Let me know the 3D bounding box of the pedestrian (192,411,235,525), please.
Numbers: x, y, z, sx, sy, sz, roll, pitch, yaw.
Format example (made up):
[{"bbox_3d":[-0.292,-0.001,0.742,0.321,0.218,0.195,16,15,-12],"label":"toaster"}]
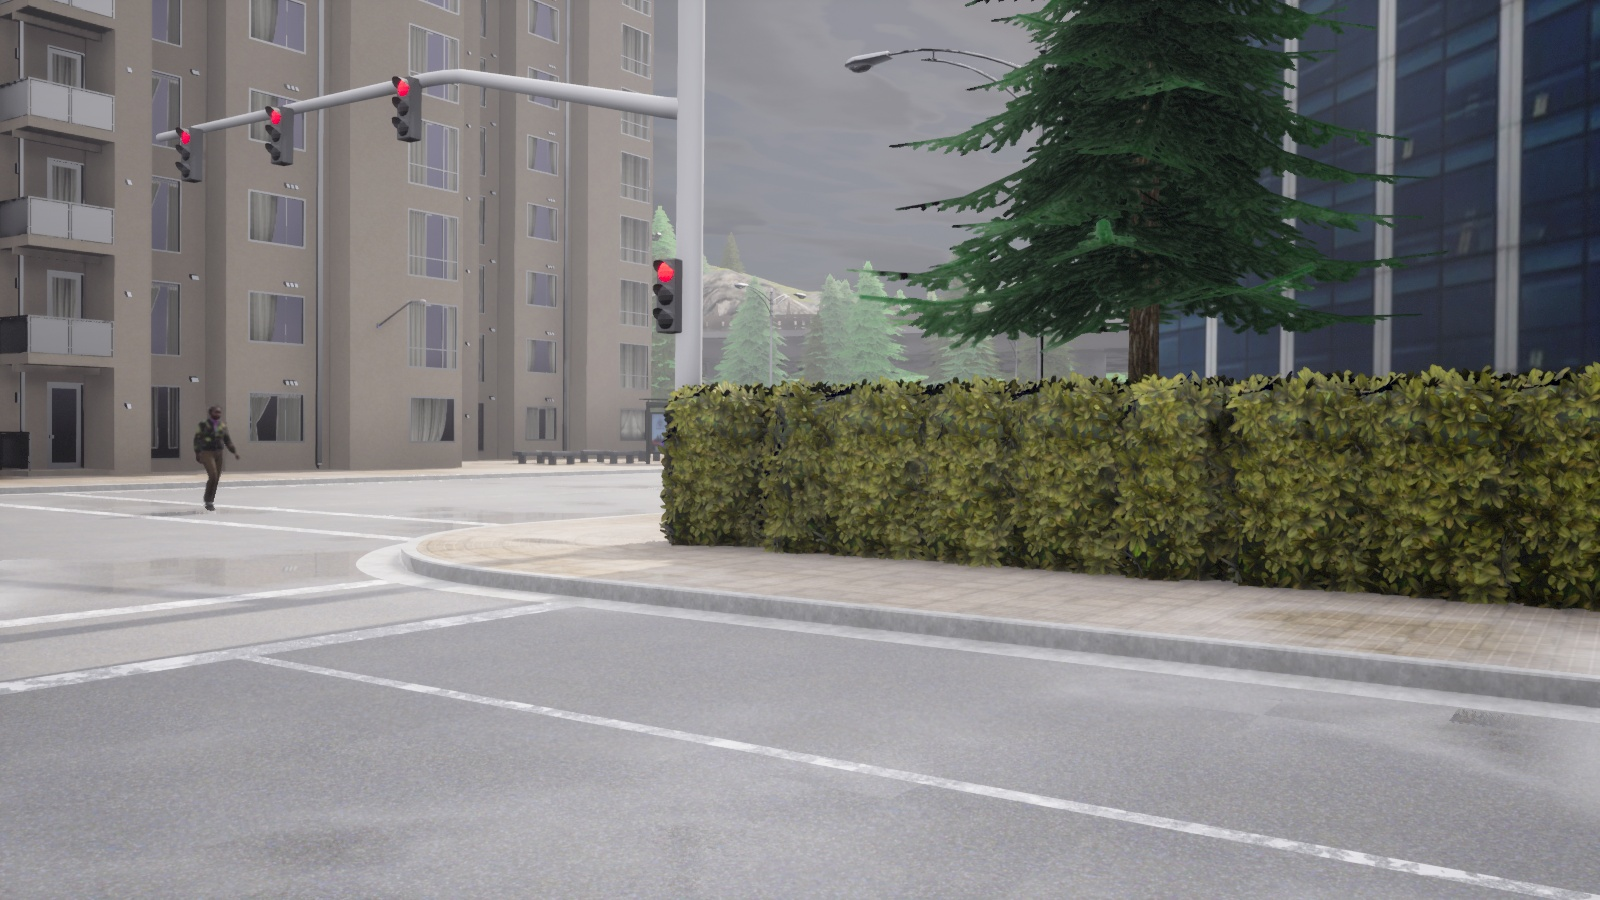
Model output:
[{"bbox_3d":[-10.046,0.297,21.520,0.692,1.930,0.395,0,1,41],"label":"pedestrian"}]
